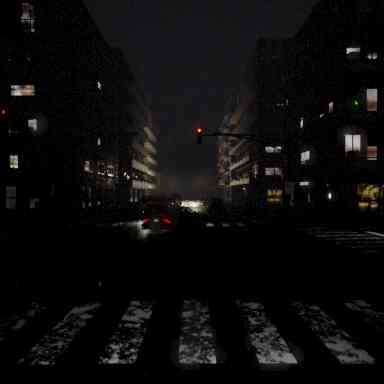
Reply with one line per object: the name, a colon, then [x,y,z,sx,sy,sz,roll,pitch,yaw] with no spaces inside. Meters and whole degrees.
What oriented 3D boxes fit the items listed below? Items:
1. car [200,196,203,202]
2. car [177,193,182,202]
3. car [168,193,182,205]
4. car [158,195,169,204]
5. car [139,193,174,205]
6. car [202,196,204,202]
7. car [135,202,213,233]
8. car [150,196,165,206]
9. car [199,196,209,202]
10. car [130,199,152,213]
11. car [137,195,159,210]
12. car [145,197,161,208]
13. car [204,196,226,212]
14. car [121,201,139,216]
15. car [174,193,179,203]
car: [2.734,1.600,54.957,1.802,1.307,4.206,0,0,0]
car: [-3.049,1.367,50.016,2.097,1.767,4.553,0,0,0]
car: [-2.994,1.243,60.575,2.150,2.045,5.566,0,0,0]
car: [-5.638,1.466,66.327,1.967,1.590,4.097,0,0,0]
car: [-3.094,1.228,30.205,2.150,2.045,5.566,0,0,1]
car: [2.724,1.452,43.592,1.967,1.590,4.097,0,0,0]
car: [-0.844,1.543,19.552,2.033,1.411,5.357,0,0,25]
car: [-5.647,1.458,54.962,1.967,1.590,4.097,0,0,0]
car: [2.751,1.586,77.687,2.008,1.369,4.403,0,0,0]
car: [-5.660,1.534,37.745,1.752,1.417,4.829,0,0,0]
car: [-5.656,1.326,43.597,2.192,1.841,5.009,0,0,0]
car: [-5.652,1.540,49.109,1.752,1.417,4.829,0,0,0]
car: [2.720,1.449,37.910,1.967,1.590,4.097,0,0,0]
car: [-5.665,1.573,32.232,1.947,1.339,4.313,0,0,0]
car: [-3.065,1.362,40.117,2.097,1.767,4.553,0,0,0]
